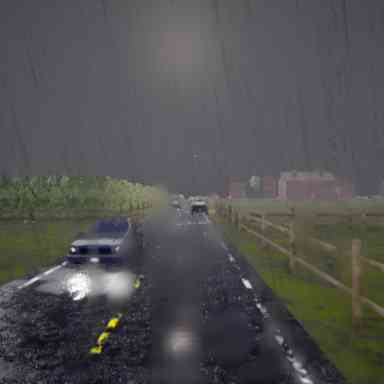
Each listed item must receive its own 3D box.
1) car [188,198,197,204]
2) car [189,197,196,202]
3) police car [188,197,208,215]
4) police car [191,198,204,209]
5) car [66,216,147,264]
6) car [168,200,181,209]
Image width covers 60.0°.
[{"bbox_3d":[0.030,2.030,73.422,1.895,1.301,4.718,0,-1,0],"label":"car"},{"bbox_3d":[0.038,2.104,92.754,1.882,1.535,5.008,0,-1,0],"label":"car"},{"bbox_3d":[0.840,1.700,38.077,1.930,1.638,5.238,0,0,0],"label":"police car"},{"bbox_3d":[0.847,1.832,54.076,1.930,1.638,5.238,0,0,0],"label":"police car"},{"bbox_3d":[-2.846,1.622,12.379,2.033,1.411,5.357,0,0,0],"label":"car"},{"bbox_3d":[-2.791,1.964,53.414,1.994,1.385,4.181,0,0,1],"label":"car"}]
